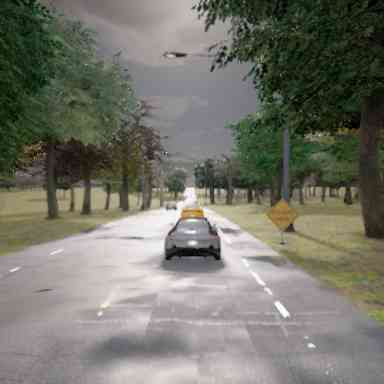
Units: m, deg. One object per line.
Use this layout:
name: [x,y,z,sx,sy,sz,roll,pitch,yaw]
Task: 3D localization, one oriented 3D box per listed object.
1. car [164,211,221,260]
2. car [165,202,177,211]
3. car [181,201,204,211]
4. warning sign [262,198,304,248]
car: [0.044,1.643,12.819,1.994,1.385,4.181,0,0,1]
car: [-3.564,2.425,57.660,2.128,1.511,4.902,0,-2,1]
car: [0.052,1.752,28.862,1.882,1.535,5.008,0,-1,1]
warning sign: [3.565,1.195,13.140,1.300,1.860,1.060,1,1,0]
